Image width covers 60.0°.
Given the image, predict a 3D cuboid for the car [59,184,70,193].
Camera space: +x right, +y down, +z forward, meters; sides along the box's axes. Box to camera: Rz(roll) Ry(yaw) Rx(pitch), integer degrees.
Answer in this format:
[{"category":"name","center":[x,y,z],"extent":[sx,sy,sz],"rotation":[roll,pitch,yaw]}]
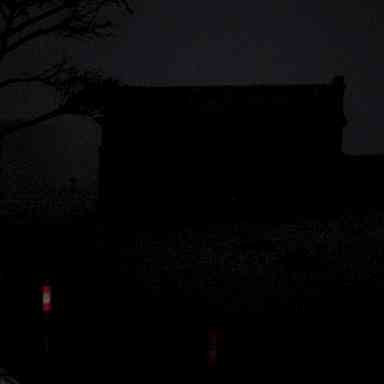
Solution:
[{"category":"car","center":[-26.247,-0.710,62.749],"extent":[5.008,1.535,2.097],"rotation":[3,2,19]}]

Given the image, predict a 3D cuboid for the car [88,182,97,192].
[{"category":"car","center":[-23.566,-0.897,70.577],"extent":[4.892,1.521,2.231],"rotation":[3,2,19]}]

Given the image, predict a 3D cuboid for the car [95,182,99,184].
[{"category":"car","center":[-21.792,-1.287,75.789],"extent":[5.566,2.045,2.435],"rotation":[3,2,19]}]

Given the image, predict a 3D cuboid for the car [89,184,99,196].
[{"category":"car","center":[-15.028,-0.095,56.948],"extent":[1.812,1.442,4.674],"rotation":[3,2,20]}]

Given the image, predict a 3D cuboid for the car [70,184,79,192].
[{"category":"car","center":[-25.348,-0.732,65.355],"extent":[4.674,1.452,2.002],"rotation":[3,2,19]}]

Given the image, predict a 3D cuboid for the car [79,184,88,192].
[{"category":"car","center":[-24.422,-0.958,67.948],"extent":[4.553,1.767,2.185],"rotation":[3,2,19]}]

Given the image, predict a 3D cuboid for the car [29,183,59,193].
[{"category":"car","center":[-27.103,-0.777,60.121],"extent":[4.553,1.767,2.185],"rotation":[3,2,19]}]
